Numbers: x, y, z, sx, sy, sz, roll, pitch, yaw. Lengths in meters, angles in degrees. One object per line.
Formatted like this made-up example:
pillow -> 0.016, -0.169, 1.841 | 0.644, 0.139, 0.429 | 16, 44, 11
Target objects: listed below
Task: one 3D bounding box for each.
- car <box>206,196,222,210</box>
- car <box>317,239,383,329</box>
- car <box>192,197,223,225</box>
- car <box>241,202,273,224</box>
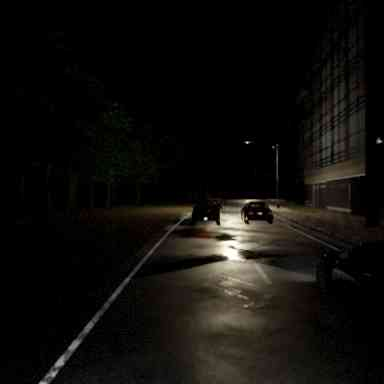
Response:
car -> 2.757, 1.311, 40.905 | 1.812, 1.442, 4.674 | 0, 0, 7
car -> 3.696, 1.501, 5.598 | 1.812, 1.442, 4.674 | 0, 0, 1
car -> 1.017, 1.375, 23.117 | 1.837, 1.490, 4.892 | 0, 1, 4
car -> 4.543, 1.411, 23.695 | 2.033, 1.411, 5.357 | 0, 0, 4
